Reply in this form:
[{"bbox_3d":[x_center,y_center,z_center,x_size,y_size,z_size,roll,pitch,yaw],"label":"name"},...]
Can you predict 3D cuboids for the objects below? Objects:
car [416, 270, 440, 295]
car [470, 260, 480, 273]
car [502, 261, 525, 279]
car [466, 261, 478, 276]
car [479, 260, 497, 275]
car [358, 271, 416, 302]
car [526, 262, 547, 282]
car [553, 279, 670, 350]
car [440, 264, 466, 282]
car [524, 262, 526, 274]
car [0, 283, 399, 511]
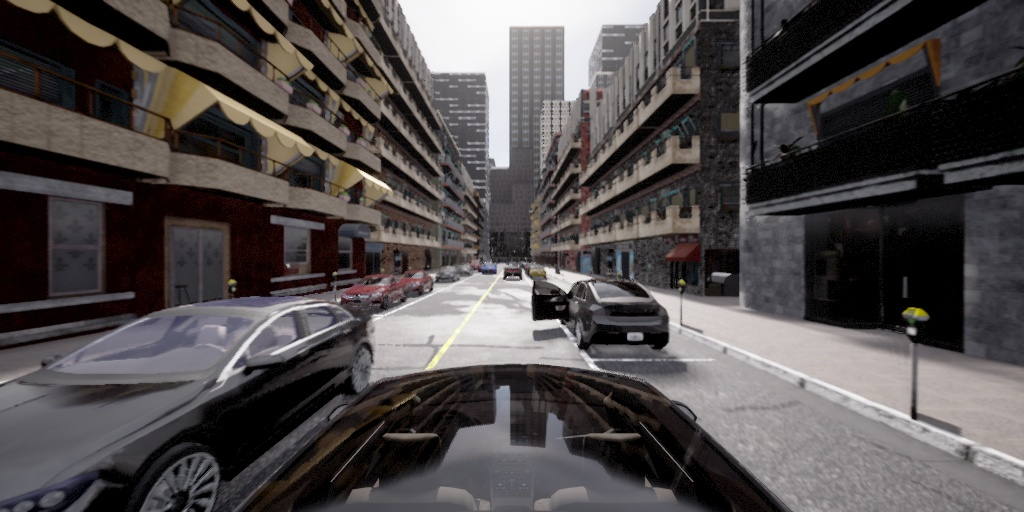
[{"bbox_3d":[-5.682,1.508,20.891,1.802,1.307,4.207,0,0,0],"label":"car"},{"bbox_3d":[-5.667,1.550,54.502,2.192,1.841,5.009,0,0,0],"label":"car"},{"bbox_3d":[0.093,1.581,37.183,1.837,1.490,4.892,0,0,0],"label":"car"},{"bbox_3d":[-5.672,1.682,43.299,2.007,1.370,4.403,0,0,0],"label":"car"},{"bbox_3d":[-2.979,1.687,47.957,1.882,1.535,5.008,0,-1,0],"label":"car"},{"bbox_3d":[-5.685,1.456,15.289,1.802,1.307,4.207,0,0,0],"label":"car"},{"bbox_3d":[2.706,1.605,37.834,1.751,1.417,4.829,0,0,0],"label":"car"},{"bbox_3d":[2.359,1.324,9.294,1.837,1.490,4.892,0,-1,0],"label":"car"},{"bbox_3d":[-5.677,1.579,32.095,2.007,1.370,4.403,0,0,0],"label":"car"},{"bbox_3d":[2.708,1.697,43.266,1.948,1.339,4.313,0,0,0],"label":"car"},{"bbox_3d":[-3.098,1.261,3.870,2.128,1.511,4.902,0,-1,0],"label":"car"}]
